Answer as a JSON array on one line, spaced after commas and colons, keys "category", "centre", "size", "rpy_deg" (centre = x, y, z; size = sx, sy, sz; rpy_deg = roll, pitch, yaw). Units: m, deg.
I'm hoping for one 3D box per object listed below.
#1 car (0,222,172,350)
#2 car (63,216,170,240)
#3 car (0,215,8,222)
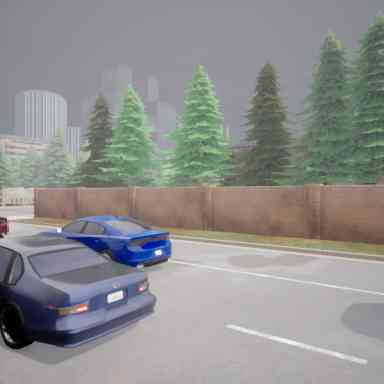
[{"category": "car", "centre": [-3.145, 1.547, 6.226], "size": [5.357, 1.411, 2.033], "rpy_deg": [0, 0, 35]}, {"category": "car", "centre": [-2.915, 1.478, 10.367], "size": [5.008, 1.535, 1.882], "rpy_deg": [0, 0, 35]}, {"category": "car", "centre": [-10.746, 1.478, 15.945], "size": [5.008, 1.535, 1.882], "rpy_deg": [0, 0, 35]}]
